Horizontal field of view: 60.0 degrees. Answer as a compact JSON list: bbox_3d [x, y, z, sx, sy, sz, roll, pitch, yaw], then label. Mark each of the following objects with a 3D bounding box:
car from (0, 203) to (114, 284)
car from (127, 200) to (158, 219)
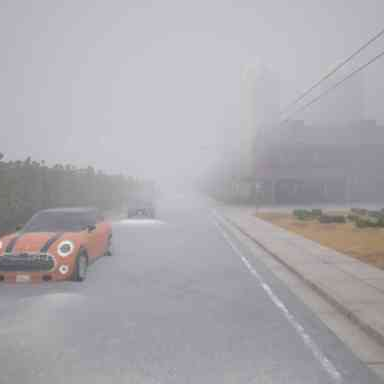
[{"bbox_3d":[-3.689,1.259,9.451,2.097,1.767,4.553,0,1,-1],"label":"car"},{"bbox_3d":[-3.787,1.295,25.982,1.994,1.385,4.181,0,1,0],"label":"car"}]
